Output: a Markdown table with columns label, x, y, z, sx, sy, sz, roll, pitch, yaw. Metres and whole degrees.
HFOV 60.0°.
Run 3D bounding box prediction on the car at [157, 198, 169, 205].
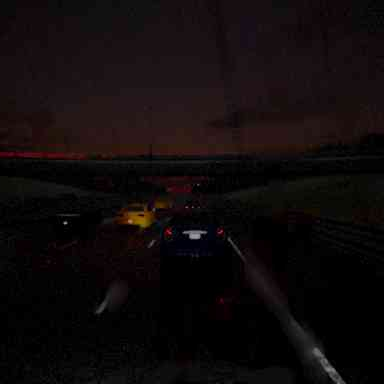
| label | x | y | z | sx | sy | sz | roll | pitch | yaw |
| --- | --- | --- | --- | --- | --- | --- | --- | --- | --- |
| car | -3.421 | 1.461 | 39.871 | 1.882 | 1.535 | 5.008 | 0 | 0 | 0 |

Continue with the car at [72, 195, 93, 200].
| label | x | y | z | sx | sy | sz | roll | pitch | yaw |
| --- | --- | --- | --- | --- | --- | --- | --- | --- | --- |
| car | -17.591 | 1.478 | 55.035 | 1.837 | 1.490 | 4.892 | 0 | 0 | 0 |

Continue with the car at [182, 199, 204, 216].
| label | x | y | z | sx | sy | sz | roll | pitch | yaw |
| --- | --- | --- | --- | --- | --- | --- | --- | --- | --- |
| car | 0.081 | 1.534 | 34.135 | 2.033 | 1.411 | 5.357 | 0 | 0 | 0 |

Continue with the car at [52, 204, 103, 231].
| label | x | y | z | sx | sy | sz | roll | pitch | yaw |
| --- | --- | --- | --- | --- | --- | --- | --- | --- | --- |
| car | -6.912 | 1.487 | 20.588 | 2.128 | 1.511 | 4.902 | 0 | 0 | 0 |

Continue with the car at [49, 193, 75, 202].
| label | x | y | z | sx | sy | sz | roll | pitch | yaw |
| --- | --- | --- | --- | --- | --- | --- | --- | --- | --- |
| car | -21.079 | 1.195 | 55.373 | 2.150 | 2.045 | 5.566 | 0 | 0 | 1 |

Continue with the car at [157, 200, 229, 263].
| label | x | y | z | sx | sy | sz | roll | pitch | yaw |
| --- | --- | --- | --- | --- | --- | --- | --- | --- | --- |
| car | 0.088 | 1.351 | 12.069 | 2.097 | 1.767 | 4.553 | 0 | 0 | 0 |

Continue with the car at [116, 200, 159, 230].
| label | x | y | z | sx | sy | sz | roll | pitch | yaw |
| --- | --- | --- | --- | --- | --- | --- | --- | --- | --- |
| car | -3.412 | 1.472 | 20.861 | 1.882 | 1.535 | 5.008 | 0 | 0 | 0 |

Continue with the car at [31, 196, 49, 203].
| label | x | y | z | sx | sy | sz | roll | pitch | yaw |
| --- | --- | --- | --- | --- | --- | --- | --- | --- | --- |
| car | -24.583 | 1.479 | 54.599 | 1.837 | 1.490 | 4.892 | 0 | 0 | 0 |
